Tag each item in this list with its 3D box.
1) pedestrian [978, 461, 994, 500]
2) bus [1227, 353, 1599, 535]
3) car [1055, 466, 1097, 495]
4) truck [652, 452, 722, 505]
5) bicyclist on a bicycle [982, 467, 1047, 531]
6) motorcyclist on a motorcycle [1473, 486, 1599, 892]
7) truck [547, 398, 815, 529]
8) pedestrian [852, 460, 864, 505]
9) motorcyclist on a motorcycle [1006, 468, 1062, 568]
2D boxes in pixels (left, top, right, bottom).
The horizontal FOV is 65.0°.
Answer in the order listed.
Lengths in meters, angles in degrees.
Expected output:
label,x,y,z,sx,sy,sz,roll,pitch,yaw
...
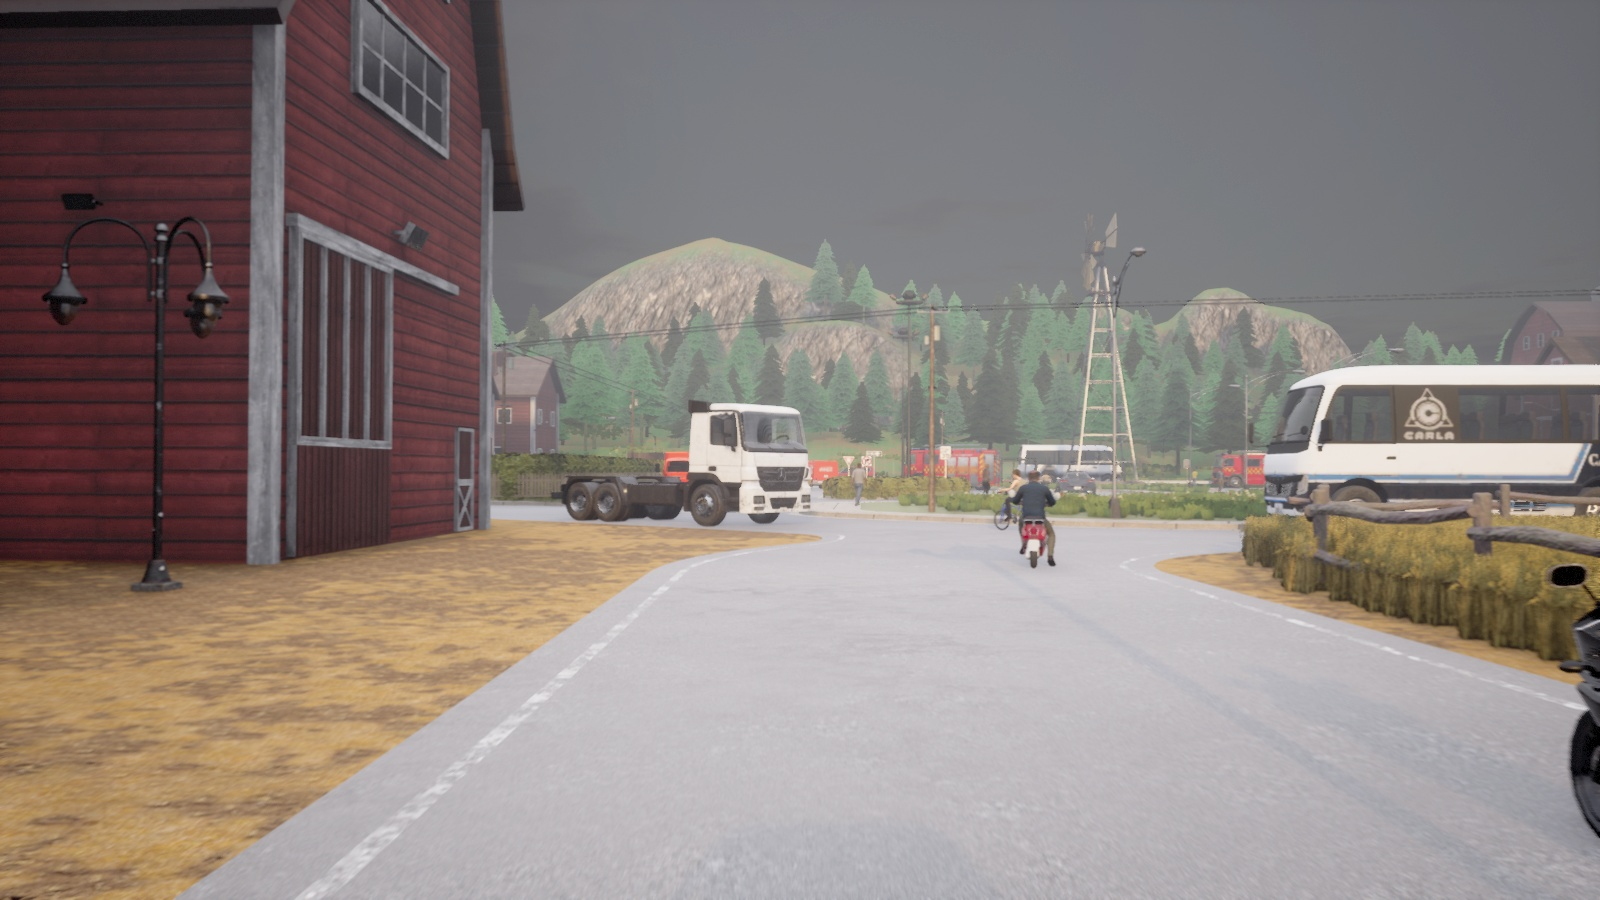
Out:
label,x,y,z,sx,sy,sz,roll,pitch,yaw
pedestrian,8.817,1.432,59.555,0.634,1.846,0.331,0,-1,-26
bus,16.481,-0.101,31.440,10.273,4.253,3.944,0,-1,4
car,16.134,1.760,73.548,2.152,1.651,5.027,0,-1,10
truck,-5.408,1.368,60.825,2.627,2.467,5.204,0,-1,3
bicyclist on a bicycle,5.587,1.257,32.723,0.866,1.612,1.509,0,-1,-34
motorcyclist on a motorcycle,3.472,0.912,4.571,0.866,1.530,2.191,0,-1,0
truck,-3.602,0.406,36.685,7.936,3.462,2.891,-1,-1,37
pedestrian,2.371,1.317,51.274,0.354,1.836,0.706,0,-1,14
motorcyclist on a motorcycle,3.909,1.103,20.968,0.866,1.590,1.817,0,-1,11
